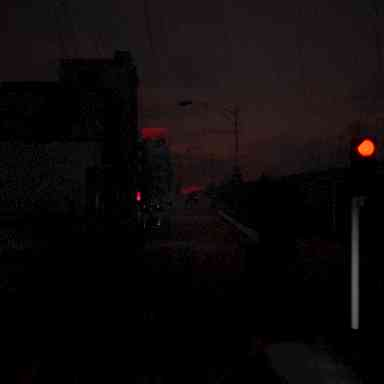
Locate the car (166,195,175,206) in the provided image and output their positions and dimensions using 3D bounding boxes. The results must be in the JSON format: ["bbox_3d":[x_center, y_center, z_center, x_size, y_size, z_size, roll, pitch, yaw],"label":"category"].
[{"bbox_3d":[-4.093,1.435,52.009,1.812,1.442,4.674,0,0,0],"label":"car"}]

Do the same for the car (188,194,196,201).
[{"bbox_3d":[-0.029,1.177,77.171,1.882,1.535,5.008,0,0,0],"label":"car"}]

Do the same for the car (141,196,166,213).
[{"bbox_3d":[-4.107,1.464,35.553,1.812,1.442,4.674,0,0,0],"label":"car"}]

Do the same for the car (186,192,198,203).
[{"bbox_3d":[-0.023,1.106,66.781,2.150,2.045,5.566,0,0,0],"label":"car"}]

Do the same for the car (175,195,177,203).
[{"bbox_3d":[-4.029,1.374,67.875,2.128,1.511,4.902,0,1,0],"label":"car"}]
